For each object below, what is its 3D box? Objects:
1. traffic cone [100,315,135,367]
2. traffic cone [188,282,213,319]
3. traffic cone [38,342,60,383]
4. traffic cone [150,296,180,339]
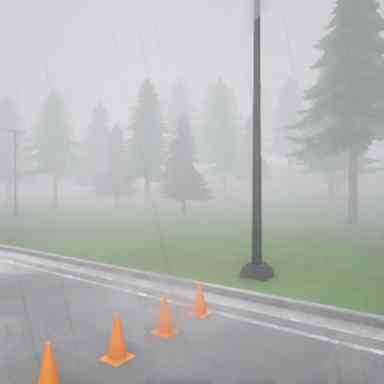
[{"bbox_3d":[-1.005,1.954,4.489,0.340,0.580,0.340,0,0,35],"label":"traffic cone"},{"bbox_3d":[0.149,1.954,6.122,0.340,0.580,0.340,0,0,35],"label":"traffic cone"},{"bbox_3d":[-1.582,1.954,3.672,0.340,0.580,0.340,0,0,35],"label":"traffic cone"},{"bbox_3d":[-0.428,1.954,5.305,0.340,0.580,0.340,0,0,35],"label":"traffic cone"}]
